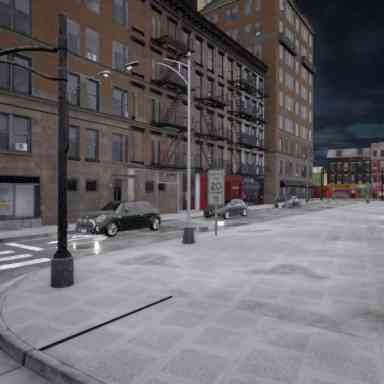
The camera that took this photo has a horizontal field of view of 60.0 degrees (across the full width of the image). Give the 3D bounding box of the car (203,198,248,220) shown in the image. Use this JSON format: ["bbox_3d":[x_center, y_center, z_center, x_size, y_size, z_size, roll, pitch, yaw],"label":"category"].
[{"bbox_3d":[2.739,1.290,26.278,1.837,1.490,4.892,0,1,36],"label":"car"}]

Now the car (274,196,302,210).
[{"bbox_3d":[10.867,1.185,37.547,2.128,1.511,4.902,0,1,36],"label":"car"}]

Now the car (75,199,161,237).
[{"bbox_3d":[-3.727,1.218,17.331,2.097,1.767,4.553,0,1,37],"label":"car"}]
